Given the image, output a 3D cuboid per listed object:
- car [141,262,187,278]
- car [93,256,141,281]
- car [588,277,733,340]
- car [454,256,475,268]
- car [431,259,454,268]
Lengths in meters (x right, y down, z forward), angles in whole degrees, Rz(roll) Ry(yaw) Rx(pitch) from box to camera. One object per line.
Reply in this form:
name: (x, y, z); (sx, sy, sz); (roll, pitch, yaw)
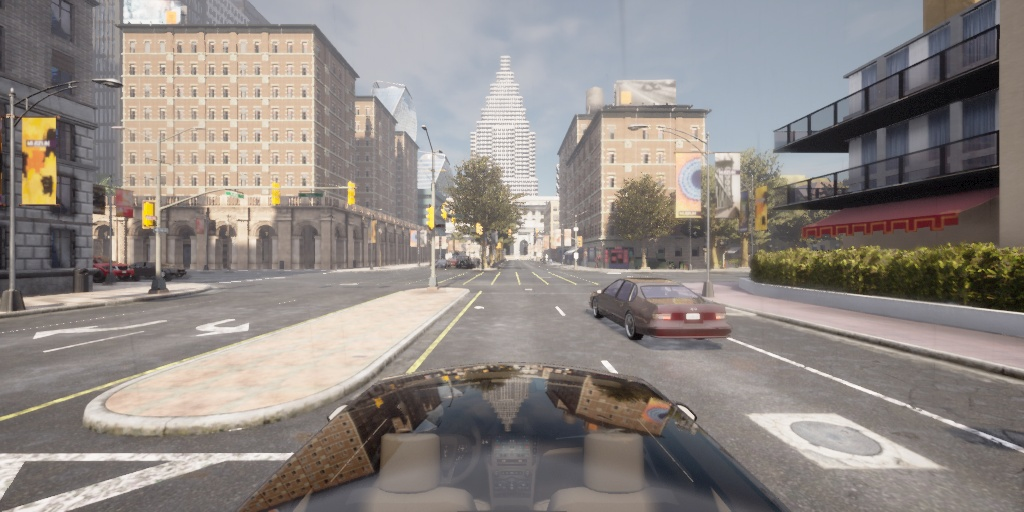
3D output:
car: (-32.851, 1.257, 33.002); (4.892, 1.490, 1.837); (0, 0, 0)
car: (-34.649, 0.973, 29.475); (5.566, 2.045, 2.150); (0, 0, 0)
car: (3.633, 1.298, 9.925); (2.033, 1.411, 5.357); (0, 0, -3)
car: (-8.066, 0.975, 60.735); (2.150, 2.045, 5.566); (0, 0, 0)
car: (-11.561, 1.301, 60.111); (2.033, 1.411, 5.357); (0, 0, 0)
